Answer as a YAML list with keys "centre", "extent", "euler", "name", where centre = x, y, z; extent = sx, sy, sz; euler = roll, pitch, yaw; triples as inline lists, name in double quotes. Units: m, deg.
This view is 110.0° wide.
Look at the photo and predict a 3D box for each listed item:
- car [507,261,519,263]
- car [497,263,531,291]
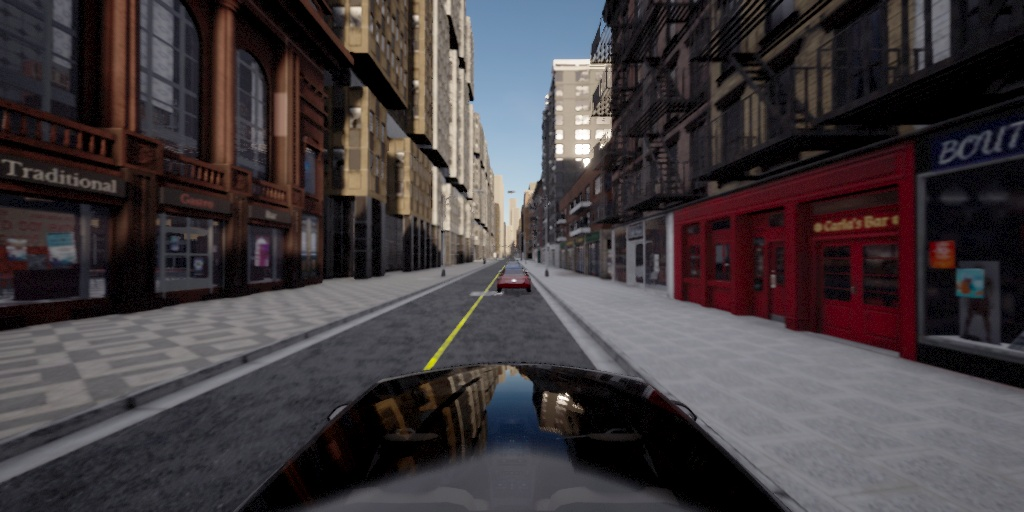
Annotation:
- centre: [0.118, 1.304, 41.292]
  extent: [2.033, 1.411, 5.357]
  euler: [0, 0, 0]
  name: "car"
- centre: [0.110, 1.320, 21.834]
  extent: [1.994, 1.385, 4.181]
  euler: [0, 0, 0]
  name: "car"
